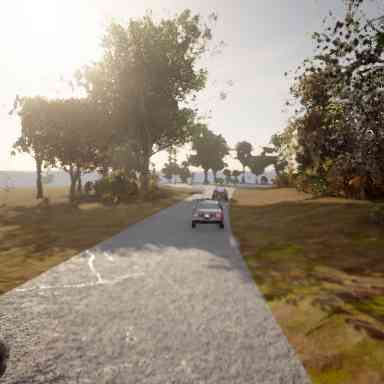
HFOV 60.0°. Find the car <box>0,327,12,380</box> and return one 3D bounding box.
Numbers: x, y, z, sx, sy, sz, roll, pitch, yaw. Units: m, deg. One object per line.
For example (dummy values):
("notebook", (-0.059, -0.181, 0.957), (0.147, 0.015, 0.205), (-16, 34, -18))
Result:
("car", (-2.804, 1.536, 1.114), (2.033, 1.411, 5.357), (0, 0, 0))

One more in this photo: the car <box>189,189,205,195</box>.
("car", (0.707, -0.150, 42.019), (1.895, 1.301, 4.718), (1, 3, 8))

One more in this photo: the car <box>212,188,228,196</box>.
("car", (3.505, 0.168, 41.402), (1.812, 1.442, 4.674), (1, 3, 8))

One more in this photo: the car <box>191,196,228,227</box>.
("car", (0.997, 1.212, 19.998), (2.033, 1.411, 5.357), (0, 2, 5))
